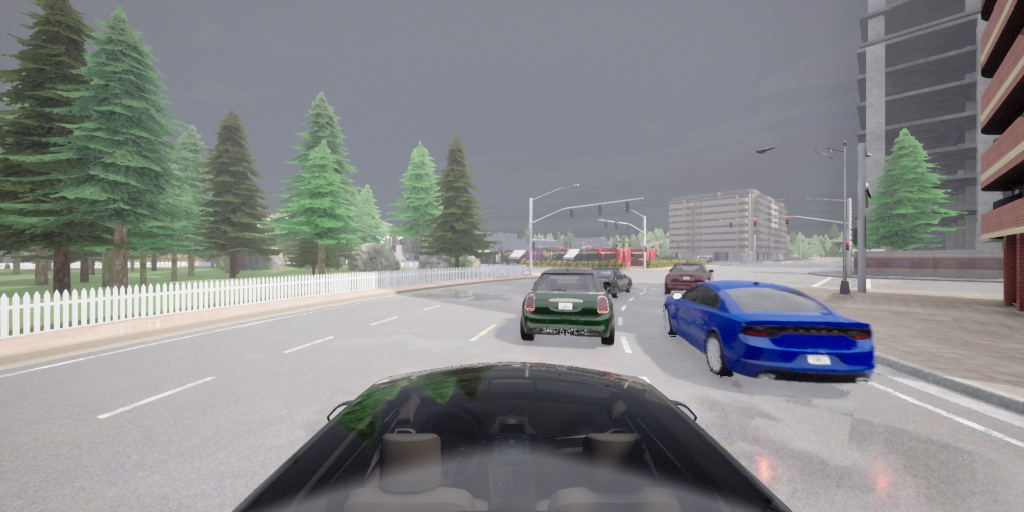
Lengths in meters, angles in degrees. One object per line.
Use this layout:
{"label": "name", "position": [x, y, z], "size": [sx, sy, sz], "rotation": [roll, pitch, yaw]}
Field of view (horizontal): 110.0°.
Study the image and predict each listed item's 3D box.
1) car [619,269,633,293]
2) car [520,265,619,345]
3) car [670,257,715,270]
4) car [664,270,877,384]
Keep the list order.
{"label": "car", "position": [4.865, 1.302, 18.570], "size": [2.033, 1.411, 5.357], "rotation": [0, 0, 29]}
{"label": "car", "position": [1.616, 1.104, 9.817], "size": [2.097, 1.767, 4.553], "rotation": [0, 0, 13]}
{"label": "car", "position": [9.610, 1.109, 19.262], "size": [2.097, 1.767, 4.553], "rotation": [0, 0, 31]}
{"label": "car", "position": [4.535, 1.230, 7.262], "size": [1.882, 1.535, 5.008], "rotation": [0, 0, 9]}
